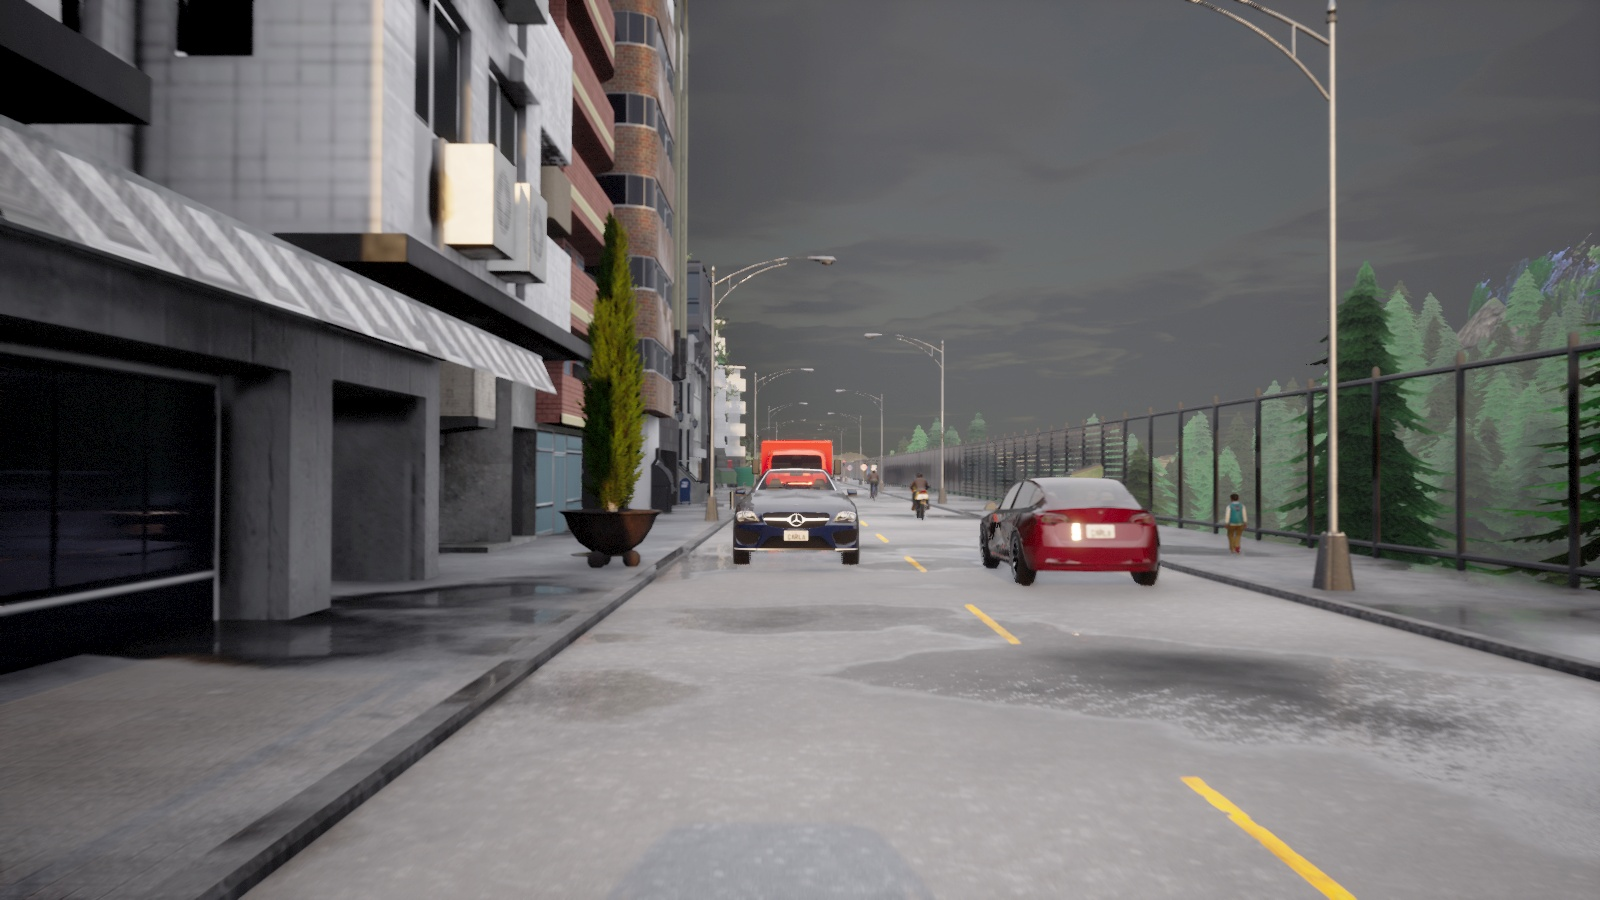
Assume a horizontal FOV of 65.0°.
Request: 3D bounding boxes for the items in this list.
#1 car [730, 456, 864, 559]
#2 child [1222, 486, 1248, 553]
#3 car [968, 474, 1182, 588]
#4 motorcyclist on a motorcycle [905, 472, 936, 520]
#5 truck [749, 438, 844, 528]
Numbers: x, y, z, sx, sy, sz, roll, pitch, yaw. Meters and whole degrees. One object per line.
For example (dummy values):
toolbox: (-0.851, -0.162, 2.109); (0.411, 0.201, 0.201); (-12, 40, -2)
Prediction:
car: (-0.060, 0.974, 22.755); (2.152, 1.651, 5.027); (0, -1, 0)
child: (7.905, 1.255, 22.825); (0.343, 1.192, 0.448); (0, -1, 8)
car: (3.950, 1.116, 18.960); (2.163, 1.488, 4.792); (0, -1, 0)
motorcyclist on a motorcycle: (3.895, 1.465, 40.842); (0.797, 1.523, 2.044); (0, -1, 0)
truck: (-0.098, 0.953, 37.342); (2.627, 2.467, 5.204); (0, -1, 0)
